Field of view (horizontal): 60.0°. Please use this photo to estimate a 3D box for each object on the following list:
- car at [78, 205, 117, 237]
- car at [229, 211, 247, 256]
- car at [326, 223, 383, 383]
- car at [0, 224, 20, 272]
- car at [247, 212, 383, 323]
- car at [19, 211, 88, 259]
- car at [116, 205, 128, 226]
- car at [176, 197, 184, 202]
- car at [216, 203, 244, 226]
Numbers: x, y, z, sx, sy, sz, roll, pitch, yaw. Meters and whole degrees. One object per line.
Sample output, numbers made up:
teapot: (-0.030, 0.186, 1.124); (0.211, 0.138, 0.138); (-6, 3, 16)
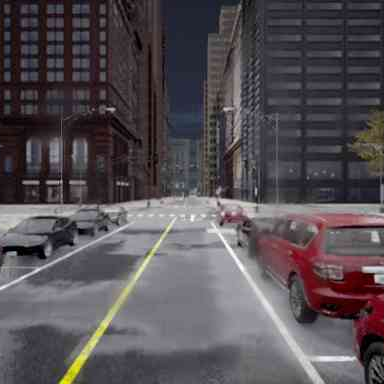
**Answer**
car: (-5.758, 1.637, 18.450); (1.947, 1.339, 4.313); (0, 0, 0)
car: (2.765, 1.614, 12.813); (1.947, 1.339, 4.313); (0, 0, 0)
car: (2.759, 1.321, 1.541); (2.192, 1.841, 5.009); (0, 0, 0)
car: (-5.762, 1.609, 7.178); (1.802, 1.307, 4.206); (0, 0, 0)
car: (2.761, 1.342, 7.178); (2.192, 1.841, 5.009); (0, 0, 0)
car: (-5.760, 1.614, 12.814); (1.947, 1.339, 4.313); (0, 0, 0)
car: (-5.756, 1.644, 24.087); (2.008, 1.369, 4.403); (0, 0, 0)
car: (-3.031, 1.903, 85.343); (1.812, 1.442, 4.674); (0, 0, 0)
car: (2.768, 1.533, 24.086); (1.967, 1.590, 4.097); (0, 0, 0)
